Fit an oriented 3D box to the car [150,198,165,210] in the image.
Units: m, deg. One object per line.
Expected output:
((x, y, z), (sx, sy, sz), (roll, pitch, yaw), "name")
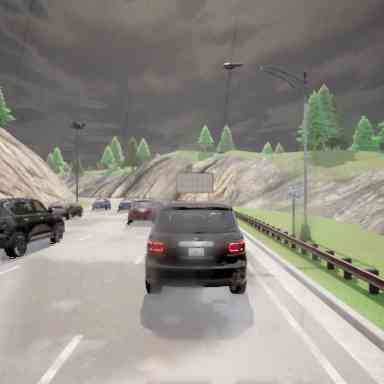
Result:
((-4.506, 1.539, 43.228), (1.812, 1.442, 4.674), (0, 0, -7), "car")

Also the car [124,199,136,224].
((-3.434, 1.359, 25.040), (2.097, 1.767, 4.553), (0, 0, 0), "car")

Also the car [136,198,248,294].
((0.090, 1.224, 8.930), (2.150, 2.045, 5.566), (0, 0, 0), "car")

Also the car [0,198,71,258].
((-6.912, 1.224, 12.879), (2.150, 2.045, 5.566), (0, 0, 0), "car")

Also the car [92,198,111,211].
((-11.381, 1.539, 41.957), (1.812, 1.442, 4.674), (0, 0, -6), "car")

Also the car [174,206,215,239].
((0.111, 1.564, 18.146), (1.994, 1.385, 4.181), (0, 0, 0), "car")

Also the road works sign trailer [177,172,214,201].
((0.194, 0.471, 21.643), (2.380, 3.560, 2.880), (0, 0, 0), "road works sign trailer")

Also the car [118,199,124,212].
((-7.557, 1.538, 39.100), (1.812, 1.442, 4.674), (0, 0, -5), "car")

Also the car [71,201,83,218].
((-10.463, 1.499, 27.461), (2.128, 1.511, 4.902), (0, 0, -1), "car")
